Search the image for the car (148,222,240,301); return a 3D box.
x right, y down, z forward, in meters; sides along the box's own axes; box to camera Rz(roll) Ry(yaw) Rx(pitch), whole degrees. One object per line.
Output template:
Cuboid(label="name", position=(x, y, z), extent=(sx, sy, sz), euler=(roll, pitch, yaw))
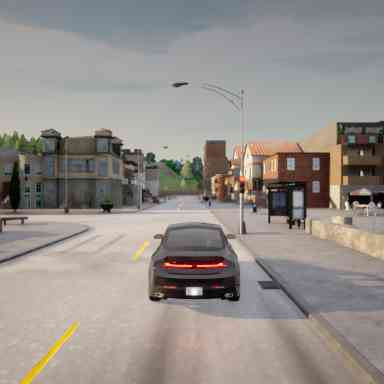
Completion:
Cuboid(label="car", position=(0.062, 1.505, 8.294), extent=(1.837, 1.490, 4.892), euler=(0, 0, 1))
